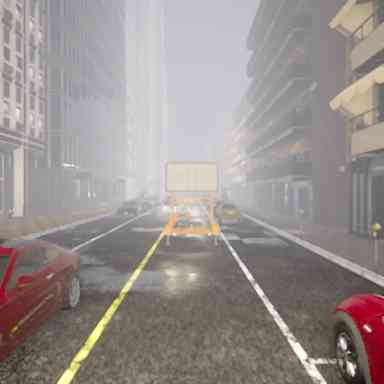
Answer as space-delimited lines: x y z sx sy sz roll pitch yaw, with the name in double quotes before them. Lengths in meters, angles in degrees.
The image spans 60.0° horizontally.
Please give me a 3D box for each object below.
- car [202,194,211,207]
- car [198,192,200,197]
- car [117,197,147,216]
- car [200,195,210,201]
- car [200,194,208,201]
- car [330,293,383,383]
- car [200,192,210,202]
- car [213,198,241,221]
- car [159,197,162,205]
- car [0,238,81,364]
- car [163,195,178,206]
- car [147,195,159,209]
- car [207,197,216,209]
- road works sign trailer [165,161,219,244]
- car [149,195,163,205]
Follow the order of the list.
"car" 2.698 1.350 42.126 2.008 1.369 4.403 0 0 0
"car" 2.702 1.018 64.719 2.192 1.841 5.009 0 0 0
"car" -5.685 1.416 30.830 1.947 1.339 4.313 0 0 0
"car" 2.703 1.261 70.369 1.802 1.307 4.206 0 0 0
"car" 2.704 1.238 76.017 1.802 1.307 4.206 0 0 0
"car" 2.690 1.427 2.586 1.967 1.590 4.097 0 0 0
"car" 2.700 1.191 53.422 1.967 1.590 4.097 0 0 0
"car" 2.695 1.401 25.350 1.752 1.417 4.829 0 0 0
"car" -5.682 1.215 47.776 1.967 1.590 4.097 0 0 0
"car" -3.101 1.500 4.970 1.812 1.442 4.674 0 0 0
"car" -3.059 1.278 48.666 1.837 1.490 4.892 0 0 0
"car" -5.683 1.350 42.127 2.008 1.369 4.403 0 0 0
"car" 2.696 1.416 30.829 1.947 1.339 4.313 0 0 0
"road works sign trailer" 0.002 0.389 15.238 2.380 3.560 2.880 0 0 0
"car" -5.681 1.277 53.254 1.752 1.417 4.829 0 0 0
